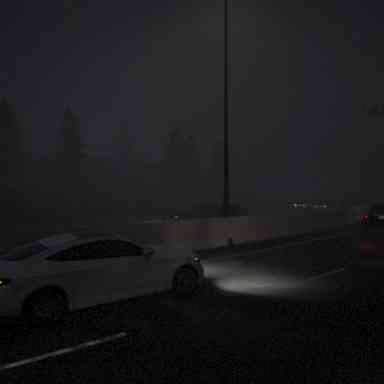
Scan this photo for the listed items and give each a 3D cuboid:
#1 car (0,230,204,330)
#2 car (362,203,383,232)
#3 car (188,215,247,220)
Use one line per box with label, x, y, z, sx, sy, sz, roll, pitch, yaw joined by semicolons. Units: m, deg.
car;-1.893;1.542;6.941;4.674;1.442;1.812;0;0;-37
car;11.668;1.404;19.497;2.097;1.767;4.553;0;0;42
car;1.555;1.612;19.366;4.181;1.385;1.994;0;0;-44
